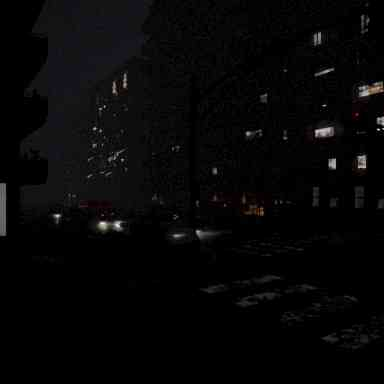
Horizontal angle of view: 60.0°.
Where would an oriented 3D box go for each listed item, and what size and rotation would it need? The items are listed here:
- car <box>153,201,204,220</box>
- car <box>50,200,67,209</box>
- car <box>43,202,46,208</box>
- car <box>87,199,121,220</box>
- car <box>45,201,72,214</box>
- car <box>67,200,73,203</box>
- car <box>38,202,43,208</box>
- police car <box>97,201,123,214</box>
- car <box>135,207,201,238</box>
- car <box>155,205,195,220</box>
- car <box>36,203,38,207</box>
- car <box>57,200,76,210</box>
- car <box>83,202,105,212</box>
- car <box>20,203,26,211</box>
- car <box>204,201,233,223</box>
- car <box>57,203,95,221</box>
[{"bbox_3d":[-1.515,1.711,24.045,2.097,1.767,4.553,0,-1,-36],"label":"car"},{"bbox_3d":[-28.411,2.623,70.900,2.192,1.841,5.009,-1,0,-36],"label":"car"},{"bbox_3d":[-31.729,2.972,75.483,1.947,1.339,4.313,-1,0,-36],"label":"car"},{"bbox_3d":[-9.488,1.818,35.042,2.150,2.045,5.566,0,0,-36],"label":"car"},{"bbox_3d":[-19.913,2.489,49.580,1.837,1.490,4.892,0,-1,-36],"label":"car"},{"bbox_3d":[-17.665,2.418,51.760,2.128,1.511,4.902,0,-1,-36],"label":"car"},{"bbox_3d":[-35.055,3.049,80.068,1.887,1.381,4.507,-1,0,-36],"label":"car"},{"bbox_3d":[-12.286,2.256,49.510,1.930,1.638,5.238,0,-1,-36],"label":"police car"},{"bbox_3d":[-1.773,1.833,19.966,1.752,1.417,4.829,-1,0,-36],"label":"car"},{"bbox_3d":[-1.802,2.045,34.223,1.887,1.381,4.507,-1,0,-36],"label":"car"},{"bbox_3d":[-38.376,3.167,84.655,1.947,1.339,4.313,-1,0,-36],"label":"car"},{"bbox_3d":[-25.085,2.523,66.314,2.192,1.841,5.009,-1,0,-36],"label":"car"},{"bbox_3d":[-16.326,2.432,55.091,1.882,1.535,5.008,0,-1,-36],"label":"car"},{"bbox_3d":[-31.801,2.769,61.365,1.887,1.381,4.507,-1,0,-36],"label":"car"},{"bbox_3d":[1.517,1.713,29.640,2.192,1.841,5.009,-1,0,-36],"label":"car"},{"bbox_3d":[-11.848,2.163,33.857,1.887,1.381,4.507,-1,0,-36],"label":"car"}]
